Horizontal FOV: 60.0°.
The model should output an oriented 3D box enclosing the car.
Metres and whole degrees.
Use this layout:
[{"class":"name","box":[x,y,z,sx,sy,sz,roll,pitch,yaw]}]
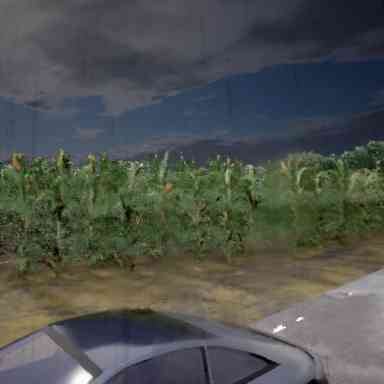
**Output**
[{"class":"car","box":[-0.759,1.701,2.331,4.181,1.385,1.994,0,-3,-40]}]
